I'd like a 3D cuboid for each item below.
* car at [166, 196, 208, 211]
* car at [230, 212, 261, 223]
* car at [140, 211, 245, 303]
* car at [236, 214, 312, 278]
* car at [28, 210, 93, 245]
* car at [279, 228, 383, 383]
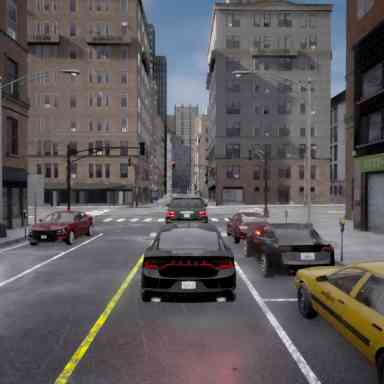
[{"bbox_3d":[-0.284,1.215,18.423,2.150,2.045,5.566,0,0,-1],"label":"car"},{"bbox_3d":[2.631,1.576,15.570,1.802,1.307,4.206,-1,0,-1],"label":"car"},{"bbox_3d":[-0.079,1.475,8.292,1.882,1.535,5.008,0,0,0],"label":"car"},{"bbox_3d":[2.719,1.562,9.985,1.947,1.339,4.313,-1,0,-1],"label":"car"},{"bbox_3d":[-5.913,1.539,15.432,1.887,1.381,4.507,-1,0,-1],"label":"car"},{"bbox_3d":[2.803,1.524,4.569,1.752,1.417,4.829,-1,0,-1],"label":"car"}]
